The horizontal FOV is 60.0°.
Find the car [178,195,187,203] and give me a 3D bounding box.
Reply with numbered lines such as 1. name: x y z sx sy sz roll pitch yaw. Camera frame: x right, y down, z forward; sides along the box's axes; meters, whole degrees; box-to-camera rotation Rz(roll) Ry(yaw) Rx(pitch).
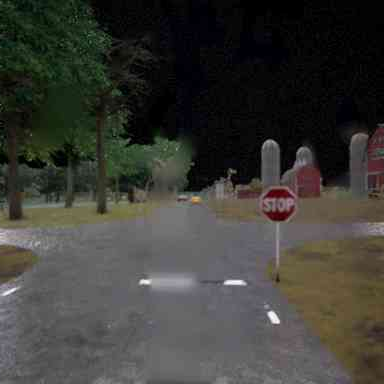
1. car: -1.944 1.336 68.872 1.882 1.535 5.008 0 -1 1

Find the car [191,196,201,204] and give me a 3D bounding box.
1. car: 0.752 1.559 64.250 1.882 1.535 5.008 0 -1 1
